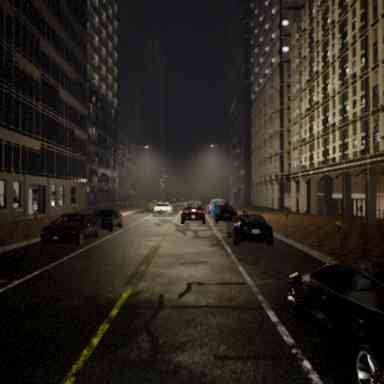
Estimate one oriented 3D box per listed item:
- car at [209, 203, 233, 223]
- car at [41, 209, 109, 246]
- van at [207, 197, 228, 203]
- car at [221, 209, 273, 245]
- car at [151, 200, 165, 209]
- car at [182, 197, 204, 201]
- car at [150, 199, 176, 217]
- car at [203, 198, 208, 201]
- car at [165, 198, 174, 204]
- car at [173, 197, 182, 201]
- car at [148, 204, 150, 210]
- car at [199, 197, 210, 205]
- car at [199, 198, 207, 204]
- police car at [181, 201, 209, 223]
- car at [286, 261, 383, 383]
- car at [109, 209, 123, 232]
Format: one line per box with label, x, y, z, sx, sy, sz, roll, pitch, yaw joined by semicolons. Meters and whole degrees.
car;2.703;1.817;27.473;1.947;1.339;4.313;0;-1;0
car;-5.682;1.694;16.100;1.887;1.381;4.507;0;-1;0
van;2.705;1.642;33.168;1.690;1.788;3.998;0;0;0
car;2.698;1.715;16.089;1.947;1.339;4.313;0;-1;0
car;-5.668;2.043;55.948;2.008;1.369;4.403;0;0;0
car;0.111;1.735;42.634;2.097;1.767;4.553;0;0;0
car;-3.083;1.851;35.935;1.812;1.442;4.674;0;-1;0
car;2.707;1.790;38.858;1.967;1.590;4.097;0;0;0
car;-5.658;2.284;84.409;1.947;1.339;4.313;0;0;0
car;-2.973;1.920;78.422;1.812;1.442;4.674;0;0;0
car;-5.670;1.969;50.085;1.752;1.417;4.829;0;0;0
car;2.720;1.944;73.012;2.192;1.841;5.009;0;0;0
car;2.723;2.244;84.563;1.752;1.417;4.829;0;0;0
police car;0.110;1.762;27.887;2.038;1.542;4.974;0;0;0
car;2.694;1.611;4.705;1.947;1.339;4.313;0;-1;0
car;-5.680;1.767;21.792;1.947;1.339;4.313;0;-1;0
